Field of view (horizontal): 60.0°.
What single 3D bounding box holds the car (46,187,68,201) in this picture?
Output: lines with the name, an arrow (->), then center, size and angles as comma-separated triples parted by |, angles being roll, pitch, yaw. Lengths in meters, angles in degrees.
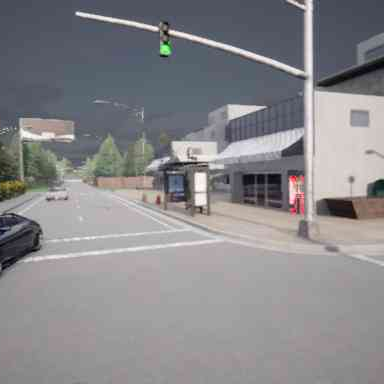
car -> -13.441, 0.178, 33.243 | 1.895, 1.301, 4.718 | -2, 3, -20

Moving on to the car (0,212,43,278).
car -> -5.433, 1.250, 8.470 | 1.994, 1.385, 4.181 | 0, 5, -4
